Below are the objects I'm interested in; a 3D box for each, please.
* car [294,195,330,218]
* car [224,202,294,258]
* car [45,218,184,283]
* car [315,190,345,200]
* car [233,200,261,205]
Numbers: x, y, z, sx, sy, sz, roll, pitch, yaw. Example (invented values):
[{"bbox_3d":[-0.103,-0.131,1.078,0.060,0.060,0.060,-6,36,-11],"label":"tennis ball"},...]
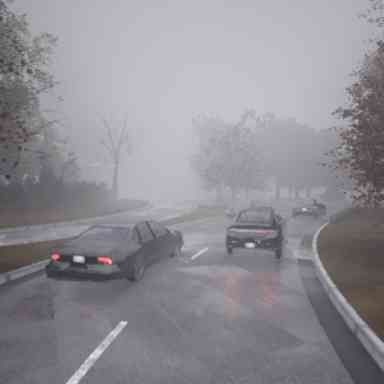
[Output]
[{"bbox_3d":[9.197,1.221,25.947,1.994,1.385,4.181,0,1,30],"label":"car"},{"bbox_3d":[2.544,1.376,12.455,2.128,1.511,4.902,0,1,18],"label":"car"},{"bbox_3d":[-1.783,1.459,9.552,2.033,1.411,5.357,0,1,15],"label":"car"},{"bbox_3d":[30.548,0.792,72.913,2.150,2.045,5.566,0,0,-35],"label":"car"},{"bbox_3d":[4.109,1.246,23.697,2.033,1.411,5.357,0,1,30],"label":"car"}]
